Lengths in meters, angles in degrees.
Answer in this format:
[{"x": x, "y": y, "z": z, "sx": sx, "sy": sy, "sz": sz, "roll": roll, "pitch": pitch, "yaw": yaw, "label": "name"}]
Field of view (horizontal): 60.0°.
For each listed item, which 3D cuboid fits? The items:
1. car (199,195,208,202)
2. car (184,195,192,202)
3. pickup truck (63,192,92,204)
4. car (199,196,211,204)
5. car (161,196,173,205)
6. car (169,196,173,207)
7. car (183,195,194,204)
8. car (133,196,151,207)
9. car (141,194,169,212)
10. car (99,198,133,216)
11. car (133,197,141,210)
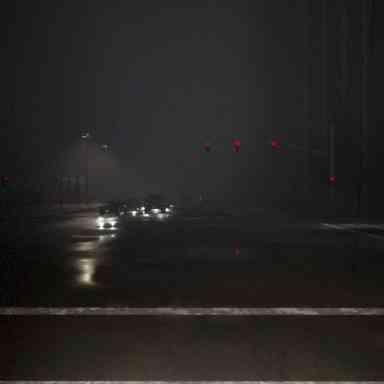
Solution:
[{"x": 2.564, "y": 1.524, "z": 75.187, "sx": 1.812, "sy": 1.442, "sz": 4.674, "roll": 0, "pitch": 0, "yaw": -1, "label": "car"}, {"x": -0.938, "y": 1.478, "z": 75.392, "sx": 1.882, "sy": 1.535, "sz": 5.008, "roll": 0, "pitch": 0, "yaw": -1, "label": "car"}, {"x": -20.910, "y": 1.059, "z": 60.027, "sx": 2.390, "sy": 2.098, "sz": 6.274, "roll": 0, "pitch": 0, "yaw": 30, "label": "pickup truck"}, {"x": 2.765, "y": 1.491, "z": 64.803, "sx": 2.128, "sy": 1.511, "sz": 4.902, "roll": 0, "pitch": 0, "yaw": -1, "label": "car"}, {"x": -4.352, "y": 1.478, "z": 58.894, "sx": 1.882, "sy": 1.535, "sz": 5.008, "roll": 0, "pitch": 0, "yaw": 0, "label": "car"}, {"x": -4.268, "y": 1.601, "z": 48.455, "sx": 1.895, "sy": 1.301, "sz": 4.718, "roll": 0, "pitch": 0, "yaw": -1, "label": "car"}, {"x": -0.741, "y": 1.352, "z": 65.389, "sx": 2.097, "sy": 1.767, "sz": 4.553, "roll": 0, "pitch": 0, "yaw": -1, "label": "car"}, {"x": -7.809, "y": 1.491, "z": 52.562, "sx": 2.128, "sy": 1.511, "sz": 4.902, "roll": 0, "pitch": 0, "yaw": -1, "label": "car"}, {"x": -4.176, "y": 1.221, "z": 38.508, "sx": 2.150, "sy": 2.045, "sz": 5.566, "roll": 0, "pitch": 0, "yaw": -1, "label": "car"}, {"x": -7.696, "y": 1.491, "z": 32.875, "sx": 2.128, "sy": 1.511, "sz": 4.902, "roll": 0, "pitch": 0, "yaw": 2, "label": "car"}, {"x": -7.714, "y": 1.478, "z": 42.178, "sx": 1.882, "sy": 1.535, "sz": 5.008, "roll": 0, "pitch": 0, "yaw": -1, "label": "car"}]
